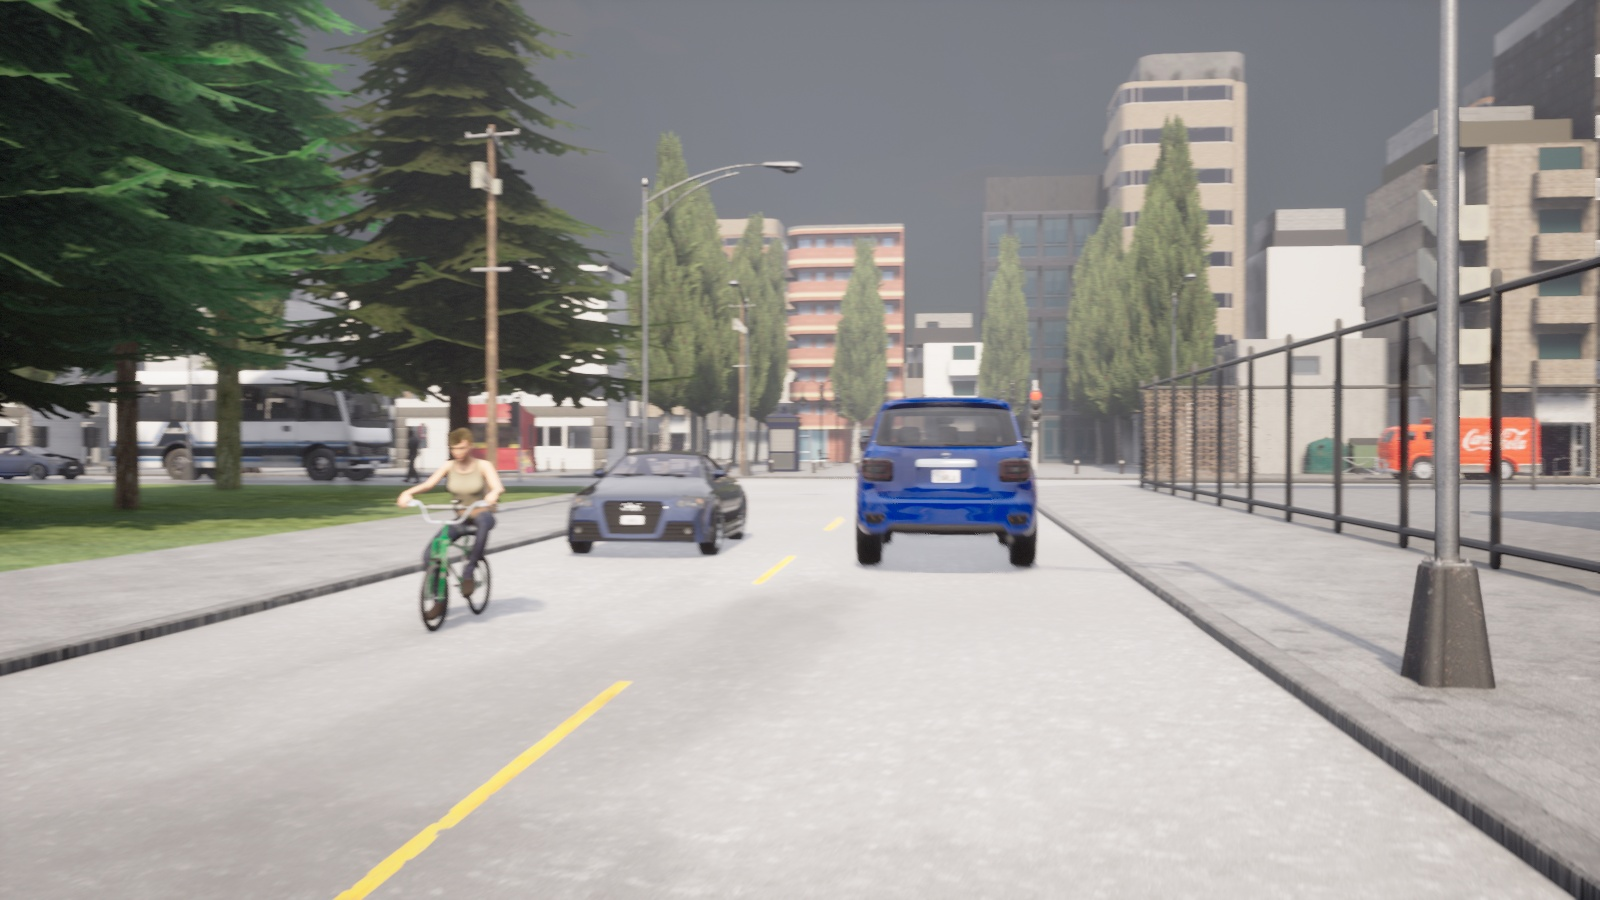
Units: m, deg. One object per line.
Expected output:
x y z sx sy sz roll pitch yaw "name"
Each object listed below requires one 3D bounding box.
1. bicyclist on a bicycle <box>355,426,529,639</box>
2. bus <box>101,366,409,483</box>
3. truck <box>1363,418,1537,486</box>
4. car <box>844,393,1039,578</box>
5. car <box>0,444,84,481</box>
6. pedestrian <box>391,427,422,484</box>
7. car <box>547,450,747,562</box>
-2.878 0.618 10.272 0.866 1.612 1.509 0 0 6 "bicyclist on a bicycle"
-20.672 -0.949 47.990 10.273 4.253 3.944 0 0 8 "bus"
24.280 0.043 47.110 5.204 2.467 2.627 0 0 6 "truck"
1.863 0.374 16.739 2.150 2.045 5.566 0 0 6 "car"
-30.575 0.464 49.018 4.181 1.385 1.994 0 0 6 "car"
-13.066 0.190 41.673 0.849 1.883 0.563 0 0 2 "pedestrian"
-2.033 0.703 17.991 1.994 1.385 4.181 0 0 6 "car"
